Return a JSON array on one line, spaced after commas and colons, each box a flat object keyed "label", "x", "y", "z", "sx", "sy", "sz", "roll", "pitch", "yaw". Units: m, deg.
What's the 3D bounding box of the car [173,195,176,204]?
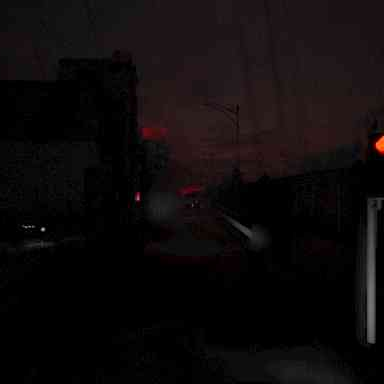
[{"label": "car", "x": -4.118, "y": 1.601, "z": 53.645, "sx": 1.895, "sy": 1.301, "sz": 4.718, "roll": 0, "pitch": 0, "yaw": 0}]

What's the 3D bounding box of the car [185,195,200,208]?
[{"label": "car", "x": 0.080, "y": 1.526, "z": 46.819, "sx": 1.812, "sy": 1.442, "sz": 4.674, "roll": 0, "pitch": 0, "yaw": 0}]

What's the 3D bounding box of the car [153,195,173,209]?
[{"label": "car", "x": -4.119, "y": 1.491, "z": 44.361, "sx": 2.128, "sy": 1.511, "sz": 4.902, "roll": 0, "pitch": 0, "yaw": 0}]

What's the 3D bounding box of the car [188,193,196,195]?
[{"label": "car", "x": -0.020, "y": 1.225, "z": 68.385, "sx": 2.150, "sy": 2.045, "sz": 5.566, "roll": 0, "pitch": 0, "yaw": 0}]

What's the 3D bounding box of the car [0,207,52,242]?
[{"label": "car", "x": -9.140, "y": 1.507, "z": 16.126, "sx": 4.892, "sy": 1.490, "sz": 1.837, "roll": -1, "pitch": -1, "yaw": 19}]
